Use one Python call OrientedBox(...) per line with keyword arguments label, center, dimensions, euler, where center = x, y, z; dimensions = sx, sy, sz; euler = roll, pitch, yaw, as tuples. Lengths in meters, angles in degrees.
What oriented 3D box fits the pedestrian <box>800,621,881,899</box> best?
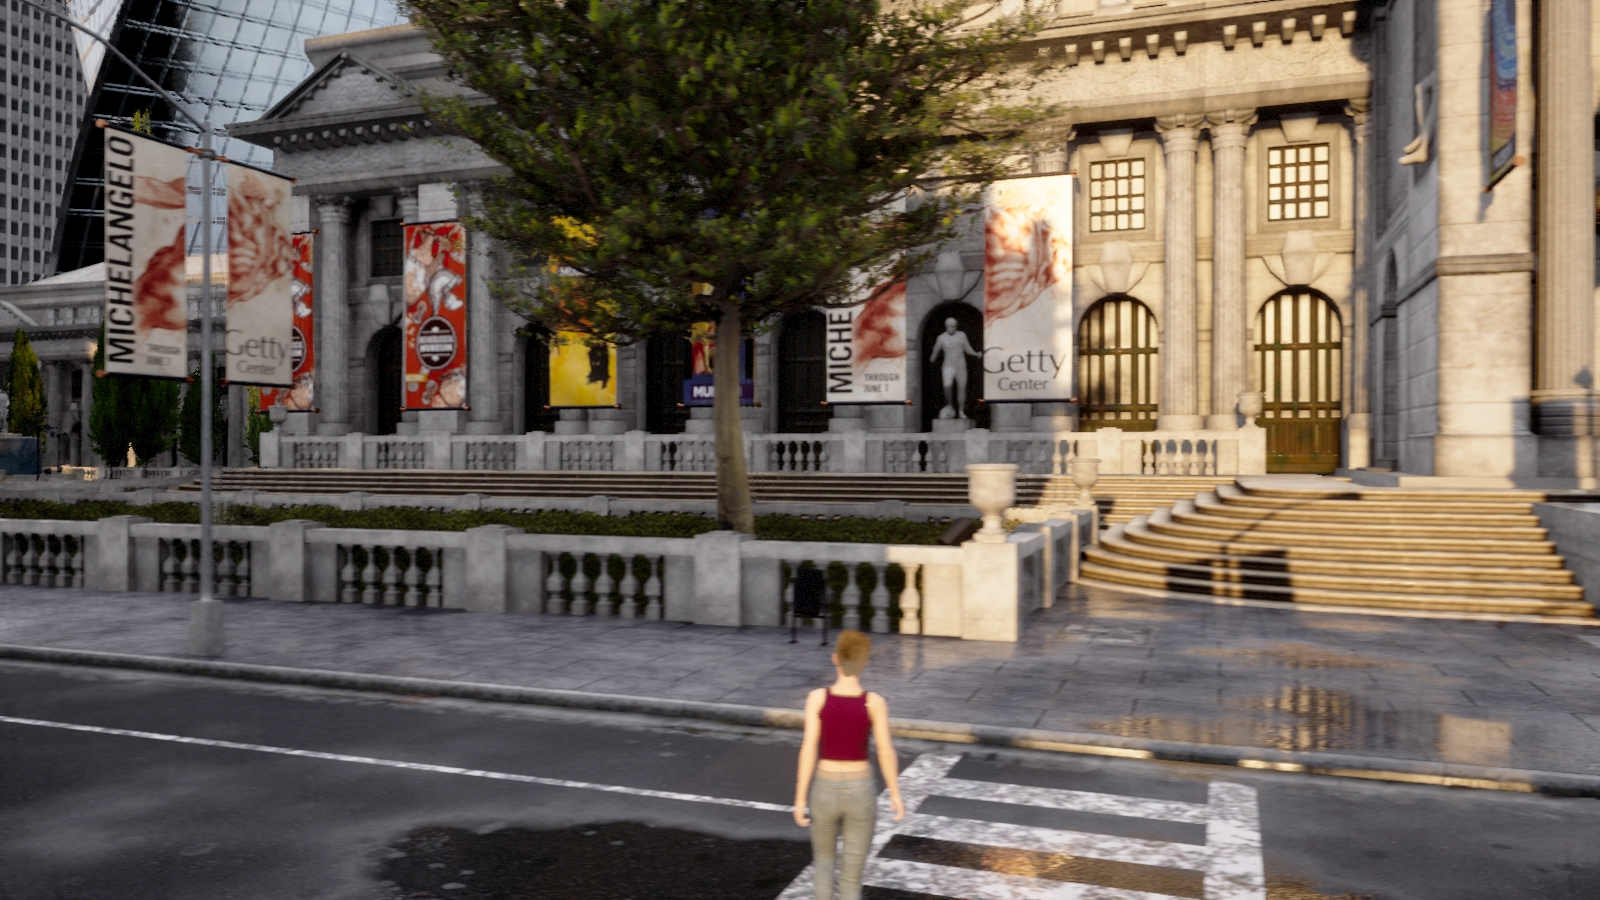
OrientedBox(label="pedestrian", center=(0.216, 1.849, 5.920), dimensions=(0.375, 1.860, 0.375), euler=(0, 0, 9))
